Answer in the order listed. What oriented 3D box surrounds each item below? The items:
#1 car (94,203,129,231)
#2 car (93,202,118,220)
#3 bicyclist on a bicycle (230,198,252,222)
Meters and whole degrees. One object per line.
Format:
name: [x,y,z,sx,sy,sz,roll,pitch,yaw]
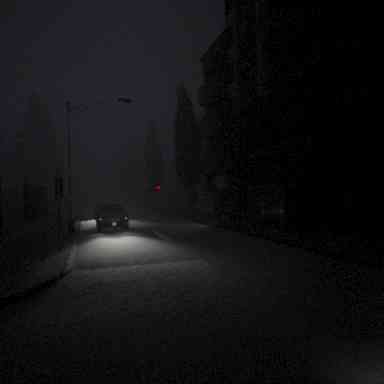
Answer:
car: [-5.188,1.580,21.411,2.128,1.511,4.902,-2,0,-17]
car: [-8.134,1.706,30.987,1.994,1.385,4.181,-2,0,-17]
bicyclist on a bicycle: [3.291,1.198,22.380,1.656,1.620,0.582,-2,0,-17]
